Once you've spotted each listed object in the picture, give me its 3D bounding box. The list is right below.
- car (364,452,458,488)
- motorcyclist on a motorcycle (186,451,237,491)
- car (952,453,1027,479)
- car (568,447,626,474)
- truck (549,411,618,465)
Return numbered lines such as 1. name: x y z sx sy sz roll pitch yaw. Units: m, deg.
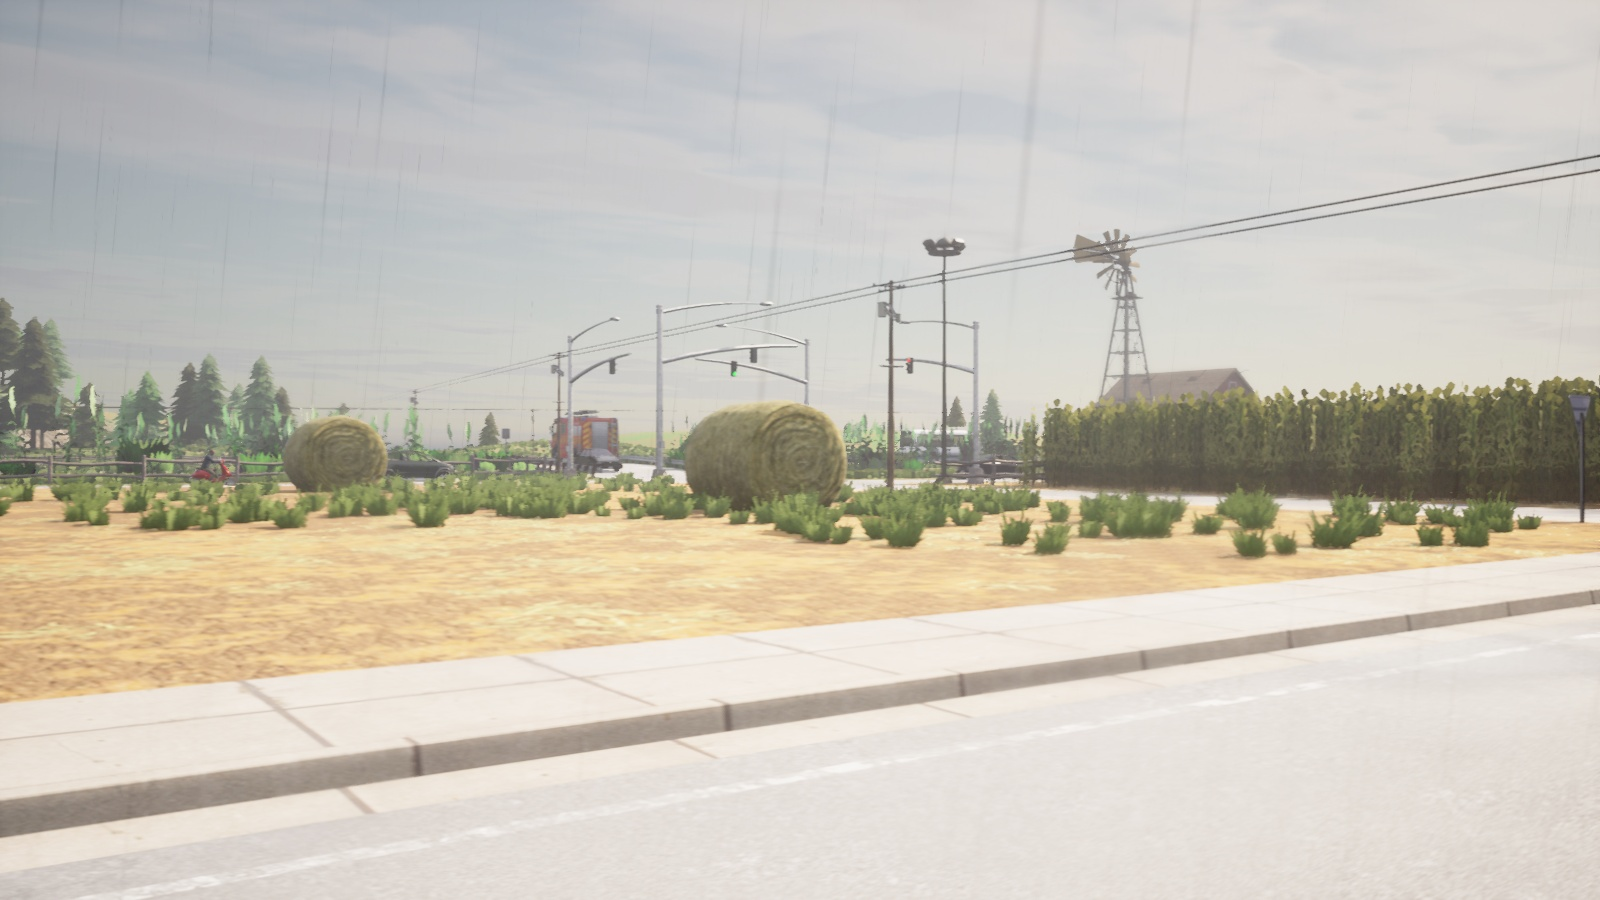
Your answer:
1. car: -17.352 0.889 56.078 3.705 1.549 1.789 0 0 -31
2. motorcyclist on a motorcycle: -24.310 0.868 51.894 1.817 1.590 0.866 -1 0 -31
3. car: 11.077 0.942 73.388 4.193 1.474 1.816 0 0 -34
4. car: -13.004 0.649 80.110 2.033 1.411 5.357 0 3 -28
5. truck: -16.348 -0.840 94.335 2.891 3.827 8.468 0 0 -26
